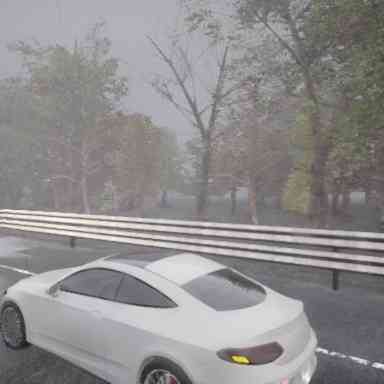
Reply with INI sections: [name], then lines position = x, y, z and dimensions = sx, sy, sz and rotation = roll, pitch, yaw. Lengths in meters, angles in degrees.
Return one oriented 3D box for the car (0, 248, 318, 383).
[car]
position = -0.773, 1.527, 4.540
dimensions = 4.674, 1.442, 1.812
rotation = 0, 0, 36
